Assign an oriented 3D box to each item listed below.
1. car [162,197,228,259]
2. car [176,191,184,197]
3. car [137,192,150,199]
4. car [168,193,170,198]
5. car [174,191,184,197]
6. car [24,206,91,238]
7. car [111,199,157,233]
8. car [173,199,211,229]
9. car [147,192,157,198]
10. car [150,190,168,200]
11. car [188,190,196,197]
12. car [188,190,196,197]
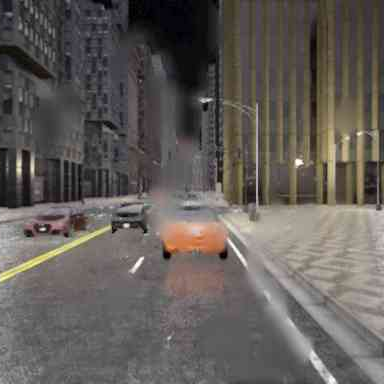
[{"bbox_3d":[0.105,1.253,12.338,2.097,1.767,4.553,0,0,0],"label":"car"},{"bbox_3d":[-3.241,0.426,88.889,1.837,1.490,4.892,0,1,0],"label":"car"},{"bbox_3d":[-9.748,0.851,66.250,1.837,1.490,4.892,0,1,0],"label":"car"},{"bbox_3d":[-6.493,0.685,81.712,1.812,1.442,4.674,0,1,0],"label":"car"},{"bbox_3d":[-3.242,0.555,78.854,2.097,1.767,4.553,0,1,0],"label":"car"},{"bbox_3d":[-6.573,1.428,16.632,1.994,1.385,4.181,0,0,0],"label":"car"},{"bbox_3d":[-3.149,1.352,18.405,1.837,1.490,4.892,0,0,0],"label":"car"},{"bbox_3d":[0.034,1.313,21.345,2.128,1.511,4.902,0,1,1],"label":"car"},{"bbox_3d":[-9.743,0.713,81.713,1.994,1.385,4.181,0,1,0],"label":"car"},{"bbox_3d":[-6.497,0.571,66.279,2.150,2.045,5.566,0,1,0],"label":"car"},{"bbox_3d":[0.009,0.282,88.856,2.097,1.767,4.553,0,1,0],"label":"car"},{"bbox_3d":[0.008,0.724,78.885,1.812,1.442,4.674,0,1,0],"label":"car"}]
